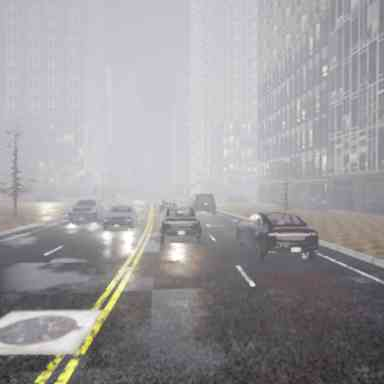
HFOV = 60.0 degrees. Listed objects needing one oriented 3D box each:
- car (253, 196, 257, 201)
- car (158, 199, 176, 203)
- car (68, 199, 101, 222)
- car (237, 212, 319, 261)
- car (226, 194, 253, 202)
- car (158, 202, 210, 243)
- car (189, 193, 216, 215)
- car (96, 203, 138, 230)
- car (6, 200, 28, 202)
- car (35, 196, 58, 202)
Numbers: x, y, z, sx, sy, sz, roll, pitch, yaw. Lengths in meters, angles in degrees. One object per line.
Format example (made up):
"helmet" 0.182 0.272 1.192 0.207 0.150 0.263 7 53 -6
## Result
"car" 14.266 1.447 79.430 4.829 1.417 1.752 0 1 -6
"car" -2.461 1.442 34.329 2.128 1.511 4.902 0 0 -6
"car" -8.308 1.338 26.476 2.097 1.767 4.553 0 0 -6
"car" 2.899 1.466 12.137 2.128 1.511 4.902 0 0 -3
"car" 9.629 1.357 70.563 5.009 1.841 2.192 0 0 -6
"car" -0.618 1.469 16.135 2.128 1.511 4.902 0 0 -4
"car" 0.974 1.163 32.898 2.150 2.045 5.566 0 0 -6
"car" -4.522 1.528 21.568 2.033 1.411 5.357 0 0 -5
"car" -34.771 1.388 66.177 4.206 1.307 1.802 0 0 -5
"car" -29.108 1.403 66.688 4.313 1.339 1.947 0 0 -5
